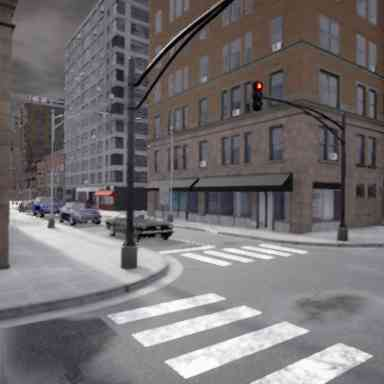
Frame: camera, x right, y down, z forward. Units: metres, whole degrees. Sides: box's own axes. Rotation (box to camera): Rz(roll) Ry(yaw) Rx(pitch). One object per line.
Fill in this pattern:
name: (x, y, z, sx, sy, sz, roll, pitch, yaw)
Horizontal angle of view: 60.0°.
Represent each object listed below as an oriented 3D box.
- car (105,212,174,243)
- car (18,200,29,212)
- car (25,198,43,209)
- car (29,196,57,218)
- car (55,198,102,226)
car: (-2.848, 1.765, 17.496, 1.895, 1.301, 4.718, 1, -1, -35)
car: (-21.205, 1.829, 43.162, 1.812, 1.442, 4.674, 1, -1, -35)
car: (-26.159, 1.870, 55.009, 1.882, 1.535, 5.008, 1, -1, -36)
car: (-14.710, 1.475, 34.045, 2.150, 2.045, 5.566, 1, -1, -35)
car: (-8.594, 1.559, 25.513, 2.097, 1.767, 4.553, 1, -1, -36)
